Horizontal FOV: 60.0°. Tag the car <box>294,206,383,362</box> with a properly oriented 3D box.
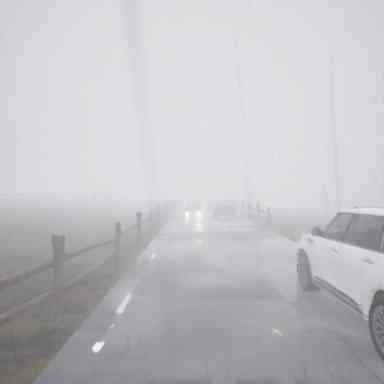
[{"bbox_3d":[3.585,1.245,5.880,2.150,2.045,5.566,0,0,0],"label":"car"}]

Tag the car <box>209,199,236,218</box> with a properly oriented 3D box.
[{"bbox_3d":[2.914,1.541,30.924,1.882,1.535,5.008,0,0,0],"label":"car"}]

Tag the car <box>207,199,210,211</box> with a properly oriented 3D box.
[{"bbox_3d":[2.910,1.615,43.110,2.128,1.511,4.902,0,0,1],"label":"car"}]

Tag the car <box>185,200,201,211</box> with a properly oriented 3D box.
[{"bbox_3d":[0.141,1.703,41.642,1.895,1.301,4.718,0,0,0],"label":"car"}]
